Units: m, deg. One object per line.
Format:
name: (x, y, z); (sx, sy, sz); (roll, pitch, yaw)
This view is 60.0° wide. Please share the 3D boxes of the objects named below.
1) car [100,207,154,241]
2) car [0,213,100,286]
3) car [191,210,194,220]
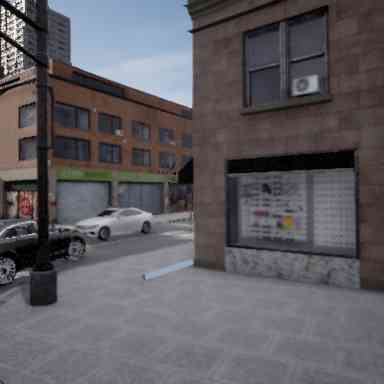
car: (-3.885, 1.527, 17.166); (1.812, 1.442, 4.674); (-1, 0, 35)
car: (-5.006, 1.517, 9.588); (2.128, 1.511, 4.902); (-2, 0, 15)
car: (1.798, 1.408, 25.353); (1.837, 1.490, 4.892); (-1, 0, 35)
